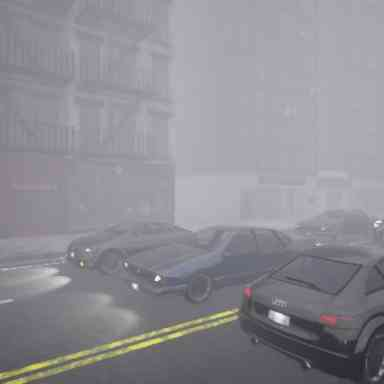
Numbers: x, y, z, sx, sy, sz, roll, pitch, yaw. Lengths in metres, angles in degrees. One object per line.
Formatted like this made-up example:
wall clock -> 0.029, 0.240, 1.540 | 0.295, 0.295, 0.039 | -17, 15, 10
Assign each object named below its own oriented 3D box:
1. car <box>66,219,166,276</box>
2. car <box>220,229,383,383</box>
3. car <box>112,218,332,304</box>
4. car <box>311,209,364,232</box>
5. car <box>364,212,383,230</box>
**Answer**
car -> -1.702, 1.570, 10.444 | 4.181, 1.385, 1.994 | 0, 0, -35
car -> 2.736, 1.570, 5.391 | 4.181, 1.385, 1.994 | 0, 0, -35
car -> 0.998, 1.554, 8.381 | 5.357, 1.411, 2.033 | 0, 0, -35
car -> 7.597, 1.567, 17.033 | 5.357, 1.411, 2.033 | 0, 0, -35
car -> 9.970, 1.371, 14.729 | 4.553, 1.767, 2.097 | 0, 0, -35
